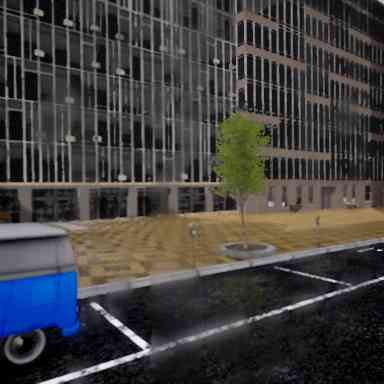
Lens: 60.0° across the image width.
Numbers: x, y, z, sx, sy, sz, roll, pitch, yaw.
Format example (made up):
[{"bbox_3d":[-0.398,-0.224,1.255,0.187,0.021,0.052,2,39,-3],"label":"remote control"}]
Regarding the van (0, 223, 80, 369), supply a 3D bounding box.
[{"bbox_3d":[-3.467,1.342,4.104,3.998,1.788,1.690,0,-1,-35],"label":"van"}]
